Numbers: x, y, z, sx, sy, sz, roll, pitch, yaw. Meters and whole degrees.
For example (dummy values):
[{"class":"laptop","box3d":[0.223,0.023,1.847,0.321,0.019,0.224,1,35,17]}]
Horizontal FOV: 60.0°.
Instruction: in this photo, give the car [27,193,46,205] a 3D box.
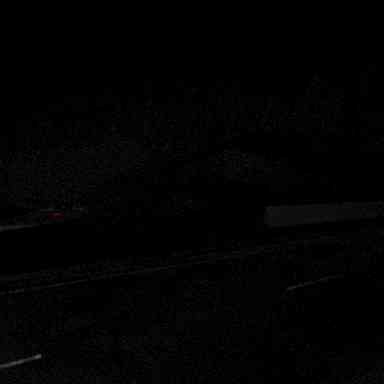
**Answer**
[{"class":"car","box3d":[-26.012,1.150,55.647,2.150,2.045,5.566,0,0,-35]}]

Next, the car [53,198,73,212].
[{"class":"car","box3d":[-14.923,1.461,38.455,1.812,1.442,4.674,0,0,-24]}]
